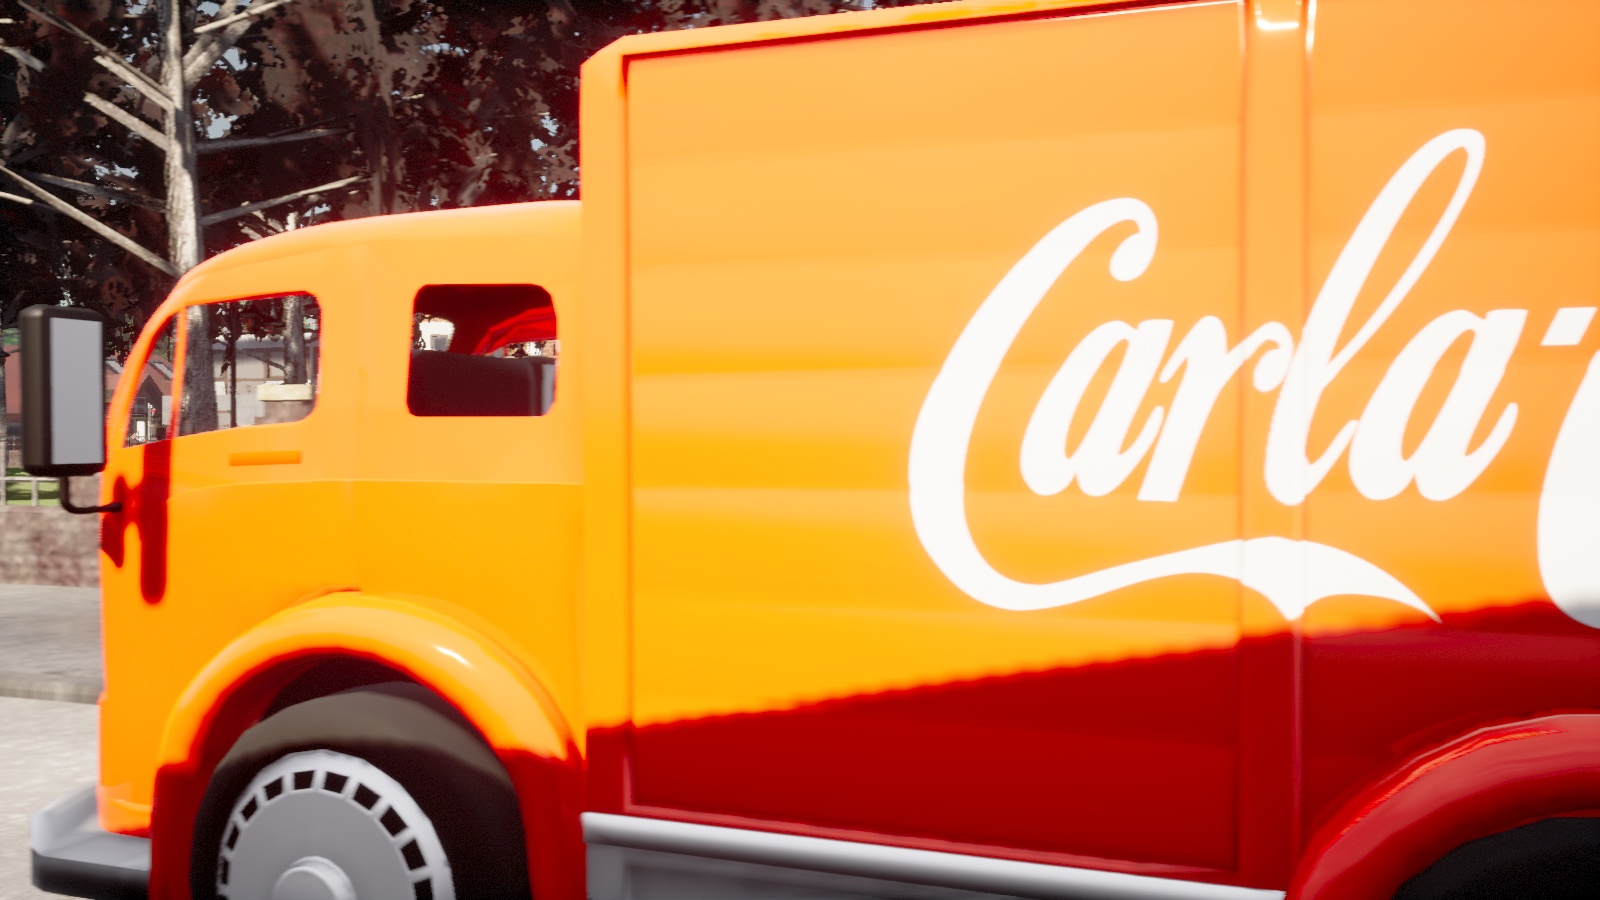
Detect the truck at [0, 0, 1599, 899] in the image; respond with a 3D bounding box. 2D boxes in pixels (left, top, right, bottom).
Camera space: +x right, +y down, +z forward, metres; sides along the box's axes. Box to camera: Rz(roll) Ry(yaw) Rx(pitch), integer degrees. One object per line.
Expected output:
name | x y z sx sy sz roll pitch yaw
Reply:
truck | 0.521 0.285 3.540 5.204 2.467 2.627 1 1 19
